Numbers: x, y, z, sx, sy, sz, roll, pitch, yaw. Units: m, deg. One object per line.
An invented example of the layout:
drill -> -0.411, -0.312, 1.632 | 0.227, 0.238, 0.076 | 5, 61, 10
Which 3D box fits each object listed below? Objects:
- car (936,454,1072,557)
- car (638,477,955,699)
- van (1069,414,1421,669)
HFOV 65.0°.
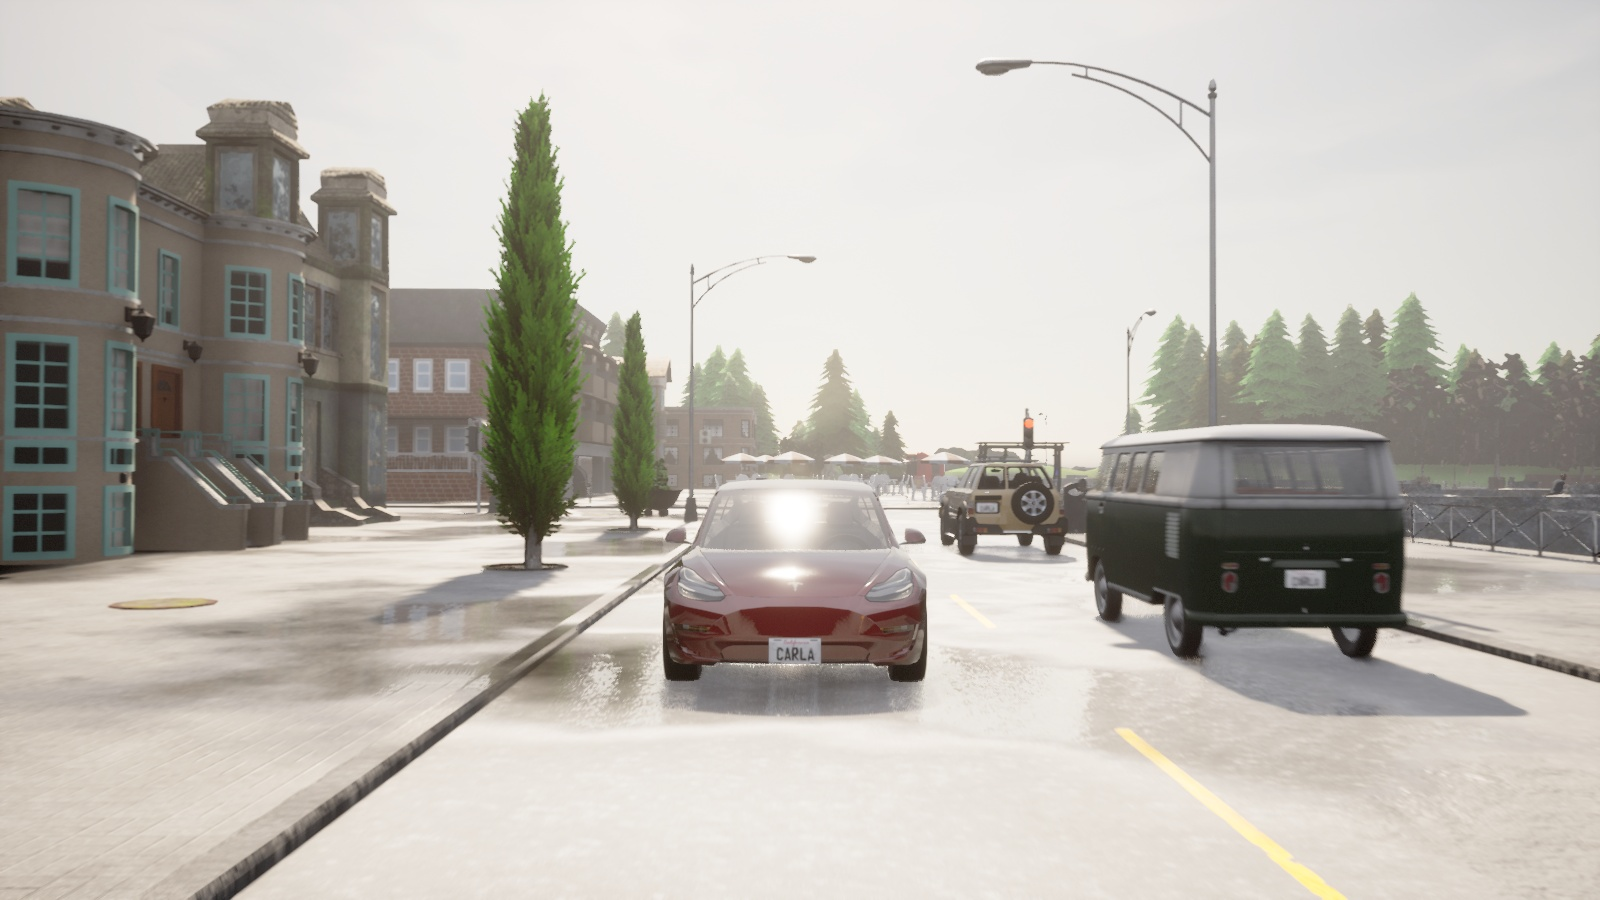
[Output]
car -> 3.934, 1.034, 25.018 | 1.932, 1.855, 4.605 | 0, -1, 0
car -> -0.031, 0.999, 11.007 | 2.163, 1.488, 4.792 | 0, -1, 0
van -> 3.964, 0.754, 12.071 | 1.775, 1.987, 4.442 | 0, -1, 0
